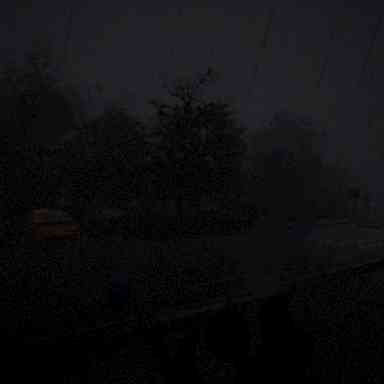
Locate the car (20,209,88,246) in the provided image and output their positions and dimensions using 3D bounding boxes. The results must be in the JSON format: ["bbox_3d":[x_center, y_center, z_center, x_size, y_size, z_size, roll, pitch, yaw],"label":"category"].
[{"bbox_3d":[-7.050,1.574,16.189,2.097,1.535,5.008,1,0,-35],"label":"car"}]

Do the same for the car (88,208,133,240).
[{"bbox_3d":[-4.804,1.598,17.784,2.231,1.521,4.892,1,0,-35],"label":"car"}]

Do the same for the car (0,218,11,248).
[{"bbox_3d":[-9.301,1.551,14.603,2.231,1.521,4.892,1,0,-35],"label":"car"}]
